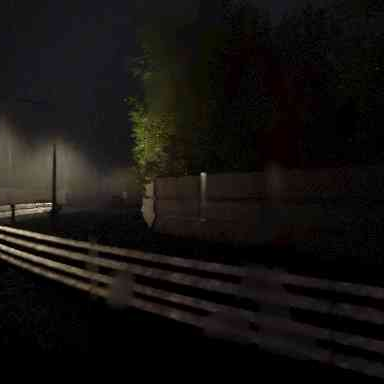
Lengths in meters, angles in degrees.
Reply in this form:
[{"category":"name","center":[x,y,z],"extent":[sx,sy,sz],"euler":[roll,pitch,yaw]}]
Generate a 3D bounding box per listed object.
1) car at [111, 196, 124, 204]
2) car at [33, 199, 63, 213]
[{"category":"car","center":[-17.640,1.858,79.302],"extent":[2.150,2.045,5.566],"euler":[0,0,1]},{"category":"car","center":[-17.870,1.639,41.443],"extent":[2.097,1.767,4.553],"euler":[0,-1,0]}]
